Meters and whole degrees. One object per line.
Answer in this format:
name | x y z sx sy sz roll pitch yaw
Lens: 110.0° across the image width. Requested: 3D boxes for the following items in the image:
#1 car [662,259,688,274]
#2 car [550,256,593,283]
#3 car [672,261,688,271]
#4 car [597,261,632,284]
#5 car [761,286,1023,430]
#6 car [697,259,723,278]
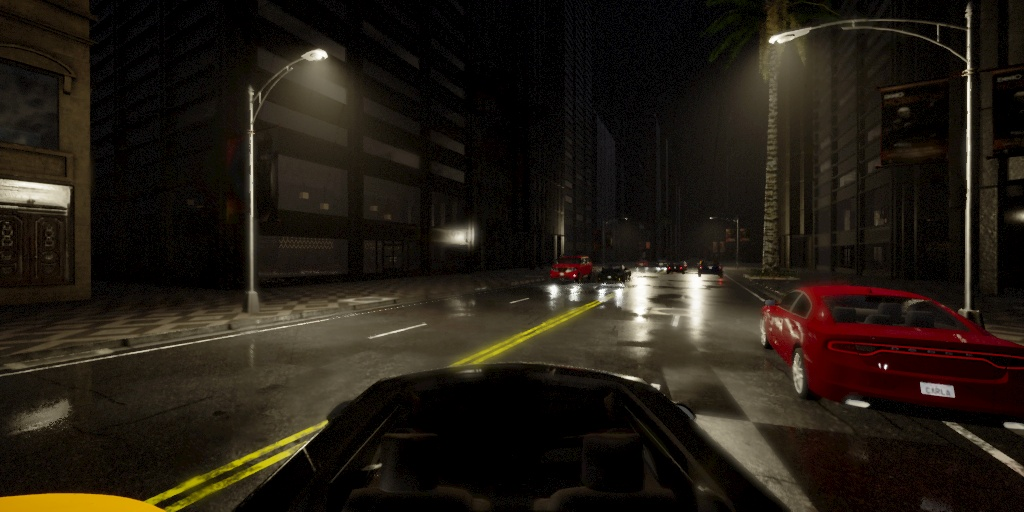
car | 18.667 1.317 40.788 2.033 1.411 5.357 0 0 27
car | 4.913 0.980 28.719 2.150 2.045 5.566 0 0 27
car | 23.558 1.381 50.284 1.895 1.301 4.718 0 0 27
car | 7.850 1.322 27.324 1.994 1.385 4.181 0 0 27
car | 5.516 1.228 5.895 1.882 1.535 5.008 0 0 27
car | 19.304 1.118 34.965 2.097 1.767 4.553 0 0 27
